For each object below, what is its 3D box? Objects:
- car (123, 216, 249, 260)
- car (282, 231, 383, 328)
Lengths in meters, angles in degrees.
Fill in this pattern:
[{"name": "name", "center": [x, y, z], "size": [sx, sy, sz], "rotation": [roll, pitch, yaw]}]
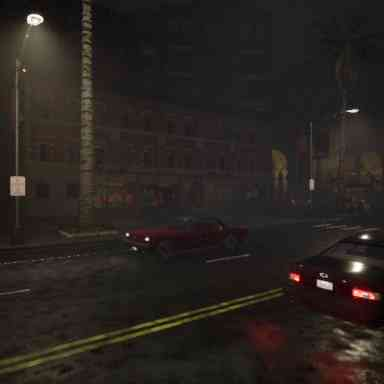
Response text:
[{"name": "car", "center": [-0.138, 1.601, 12.558], "size": [4.718, 1.301, 1.895], "rotation": [0, 0, -36]}, {"name": "car", "center": [4.182, 1.547, 6.844], "size": [5.357, 1.411, 2.033], "rotation": [0, 0, -36]}]
